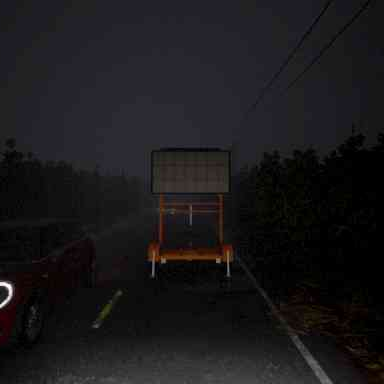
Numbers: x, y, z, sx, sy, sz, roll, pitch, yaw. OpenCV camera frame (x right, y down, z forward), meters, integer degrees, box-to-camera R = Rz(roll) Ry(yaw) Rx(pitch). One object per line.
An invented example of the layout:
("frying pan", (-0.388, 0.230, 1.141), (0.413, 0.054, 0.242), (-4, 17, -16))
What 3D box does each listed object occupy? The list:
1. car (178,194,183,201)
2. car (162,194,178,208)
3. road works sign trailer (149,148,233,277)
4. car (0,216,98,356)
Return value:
("car", (-3.470, 1.224, 88.619), (2.150, 2.045, 5.566), (0, 0, 0))
("car", (-3.462, 1.352, 46.855), (2.097, 1.767, 4.553), (0, 0, 0))
("road works sign trailer", (-0.035, 0.464, 10.220), (2.380, 3.560, 2.880), (0, 0, 0))
("car", (-3.321, 1.352, 6.211), (2.097, 1.767, 4.553), (0, 0, 0))
